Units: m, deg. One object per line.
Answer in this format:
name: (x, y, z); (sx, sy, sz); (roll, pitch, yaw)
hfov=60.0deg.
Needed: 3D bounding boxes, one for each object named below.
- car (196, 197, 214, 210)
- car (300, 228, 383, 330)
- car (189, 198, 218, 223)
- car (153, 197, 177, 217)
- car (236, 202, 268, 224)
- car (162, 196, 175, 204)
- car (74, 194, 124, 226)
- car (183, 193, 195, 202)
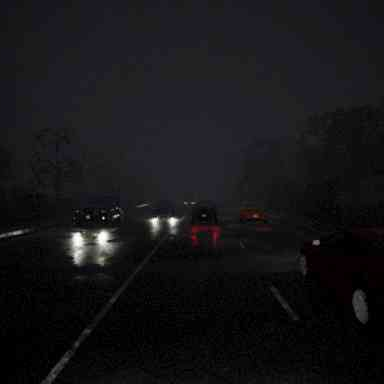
car: (1.671, 1.467, 42.727); (2.128, 1.511, 4.902); (0, 0, 2)
car: (3.760, 1.478, 6.910); (1.882, 1.535, 5.008); (0, 0, 1)
car: (0.933, 1.463, 25.397); (1.882, 1.535, 5.008); (0, 0, 2)
car: (-2.506, 1.455, 31.597); (1.882, 1.535, 5.008); (0, 0, 3)
car: (4.421, 1.469, 25.082); (1.882, 1.535, 5.008); (0, 0, 2)
car: (-4.494, 1.553, 64.832); (1.895, 1.301, 4.718); (0, 0, 3)
car: (-6.360, 1.198, 23.459); (2.150, 2.045, 5.566); (0, 0, 2)
car: (-0.620, 1.153, 73.274); (2.150, 2.045, 5.566); (0, 0, 2)
